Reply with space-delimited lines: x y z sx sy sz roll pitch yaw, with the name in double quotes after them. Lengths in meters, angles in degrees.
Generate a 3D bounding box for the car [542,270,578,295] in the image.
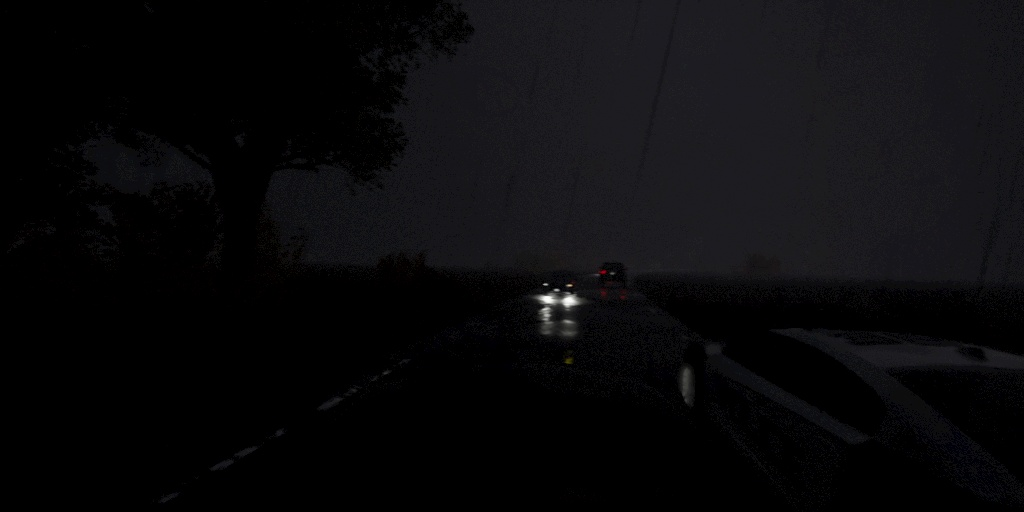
3.228 1.611 23.067 2.033 1.411 5.357 2 -1 15 "car"

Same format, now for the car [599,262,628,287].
8.743 1.536 31.042 2.150 2.045 5.566 2 -1 17 "car"

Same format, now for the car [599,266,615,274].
16.541 2.455 62.269 1.895 1.301 4.718 2 -1 23 "car"

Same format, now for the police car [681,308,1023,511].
2.962 1.286 3.103 1.930 1.638 5.238 2 -1 11 "police car"
